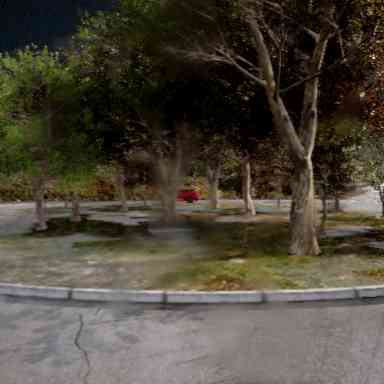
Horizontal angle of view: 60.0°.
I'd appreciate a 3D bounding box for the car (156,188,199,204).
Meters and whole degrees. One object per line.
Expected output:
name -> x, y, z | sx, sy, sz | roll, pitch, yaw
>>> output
car -> -1.843, 0.512, 43.336 | 5.566, 2.045, 2.150 | 0, 1, -4
